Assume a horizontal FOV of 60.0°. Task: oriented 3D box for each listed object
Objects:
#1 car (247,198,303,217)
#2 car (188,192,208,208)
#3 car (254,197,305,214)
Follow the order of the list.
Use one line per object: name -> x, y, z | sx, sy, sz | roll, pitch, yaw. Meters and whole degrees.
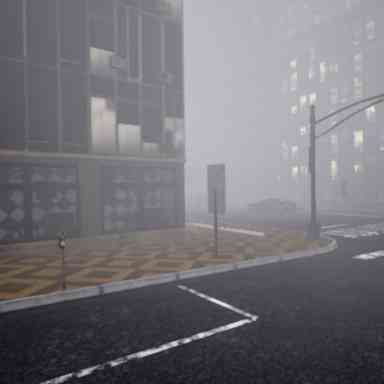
car -> 6.989, 1.288, 29.542 | 2.128, 1.511, 4.902 | -1, 1, -34
car -> 1.564, 0.952, 41.966 | 2.192, 1.841, 5.009 | -1, 1, -35
car -> 8.336, 1.267, 32.124 | 1.752, 1.417, 4.829 | -1, 1, -35
